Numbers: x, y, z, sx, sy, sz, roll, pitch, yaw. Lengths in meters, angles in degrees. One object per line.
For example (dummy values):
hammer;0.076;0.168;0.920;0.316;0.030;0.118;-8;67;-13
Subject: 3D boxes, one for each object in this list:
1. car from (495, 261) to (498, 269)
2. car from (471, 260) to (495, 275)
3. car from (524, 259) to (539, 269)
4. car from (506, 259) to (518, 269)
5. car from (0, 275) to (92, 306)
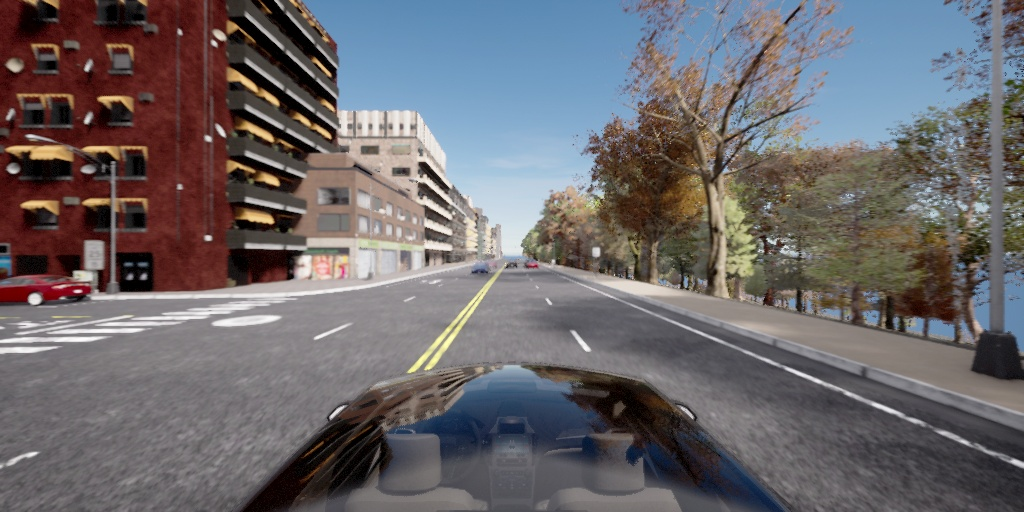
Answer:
car;-3.274;1.295;56.312;1.812;1.442;4.674;0;0;1
car;-3.326;1.308;39.031;2.033;1.411;5.357;0;0;0
car;3.257;1.334;58.192;1.994;1.385;4.181;0;0;0
car;0.007;1.296;58.192;1.812;1.442;4.674;0;0;0
car;-22.838;1.578;17.033;4.507;1.381;1.888;0;0;0
